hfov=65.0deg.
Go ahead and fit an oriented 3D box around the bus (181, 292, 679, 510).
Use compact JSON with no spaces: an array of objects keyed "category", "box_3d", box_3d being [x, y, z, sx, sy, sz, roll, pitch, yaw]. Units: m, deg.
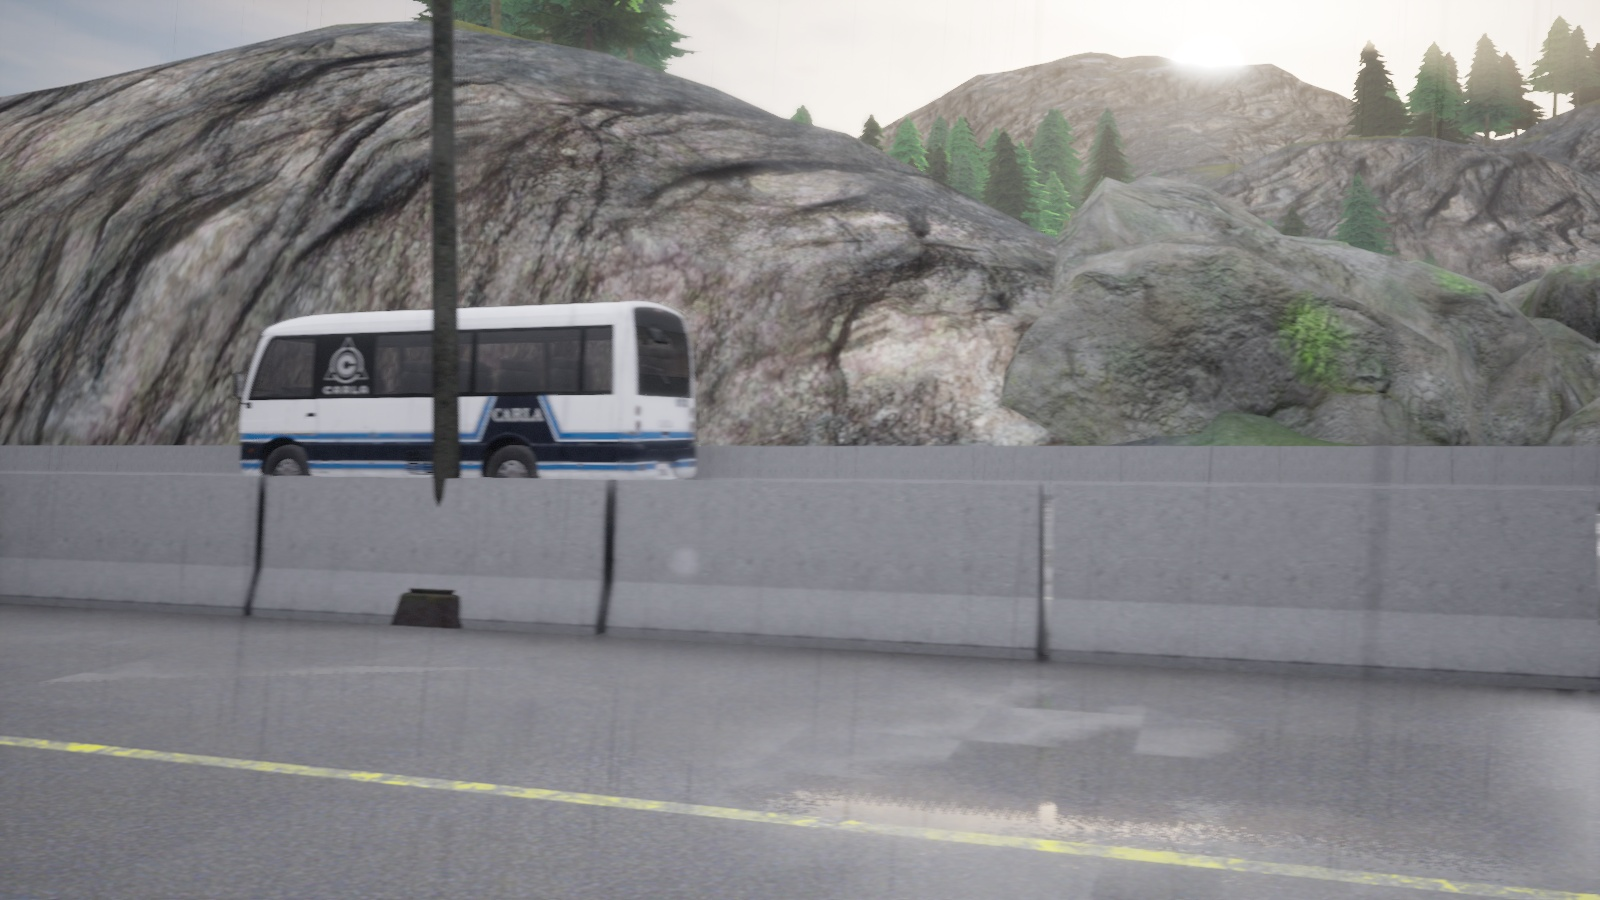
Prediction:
[{"category":"bus","box_3d":[-8.227,-1.031,28.095,10.273,4.253,3.944,1,1,19]}]
